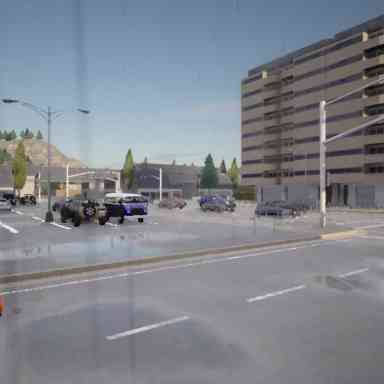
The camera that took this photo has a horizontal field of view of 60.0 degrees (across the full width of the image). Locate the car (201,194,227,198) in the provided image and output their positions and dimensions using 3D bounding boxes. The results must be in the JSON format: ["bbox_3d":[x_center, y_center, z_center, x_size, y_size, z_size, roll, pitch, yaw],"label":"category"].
[{"bbox_3d":[3.184,1.277,42.581,2.150,2.045,5.566,0,0,-35],"label":"car"}]

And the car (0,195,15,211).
[{"bbox_3d":[-21.826,1.451,37.877,1.970,1.475,3.806,0,0,-35],"label":"car"}]

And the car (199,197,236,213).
[{"bbox_3d":[2.813,1.619,37.066,1.994,1.385,4.181,0,0,-35],"label":"car"}]

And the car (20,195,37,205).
[{"bbox_3d":[-27.288,1.209,55.334,1.932,1.855,4.605,0,0,-35],"label":"car"}]

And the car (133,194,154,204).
[{"bbox_3d":[-9.306,1.547,66.540,2.128,1.511,4.902,0,0,-35],"label":"car"}]

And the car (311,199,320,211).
[{"bbox_3d":[13.605,1.547,40.256,2.128,1.511,4.902,0,0,-35],"label":"car"}]

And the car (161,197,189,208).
[{"bbox_3d":[-2.649,1.560,50.815,1.837,1.490,4.892,0,0,-35],"label":"car"}]

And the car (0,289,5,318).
[{"bbox_3d":[-5.234,1.352,4.555,4.553,1.767,2.097,0,0,-36],"label":"car"}]

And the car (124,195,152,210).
[{"bbox_3d":[-8.723,1.656,53.367,1.895,1.301,4.718,0,0,-35],"label":"car"}]

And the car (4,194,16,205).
[{"bbox_3d":[-29.684,1.212,53.710,1.905,1.878,3.866,0,0,-35],"label":"car"}]

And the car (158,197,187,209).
[{"bbox_3d":[-2.954,1.619,45.184,1.994,1.385,4.181,0,0,-35],"label":"car"}]

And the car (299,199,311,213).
[{"bbox_3d":[9.072,1.603,34.292,2.033,1.411,5.357,0,0,-35],"label":"car"}]

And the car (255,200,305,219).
[{"bbox_3d":[7.678,1.619,30.212,1.994,1.385,4.181,0,0,-35],"label":"car"}]
